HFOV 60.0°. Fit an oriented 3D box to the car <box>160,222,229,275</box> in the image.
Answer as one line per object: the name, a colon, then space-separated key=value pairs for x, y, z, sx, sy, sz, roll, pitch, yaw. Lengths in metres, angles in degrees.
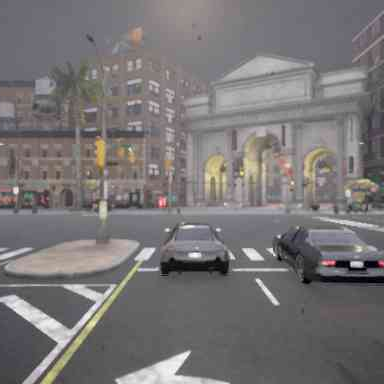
car: x=0.035 y=1.679 z=10.888 sx=1.994 sy=1.385 sz=4.181 roll=0 pitch=-1 yaw=-1

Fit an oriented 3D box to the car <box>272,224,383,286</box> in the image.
car: x=3.724 y=1.651 z=9.783 sx=2.033 sy=1.411 sz=5.357 roll=0 pitch=-1 yaw=3
